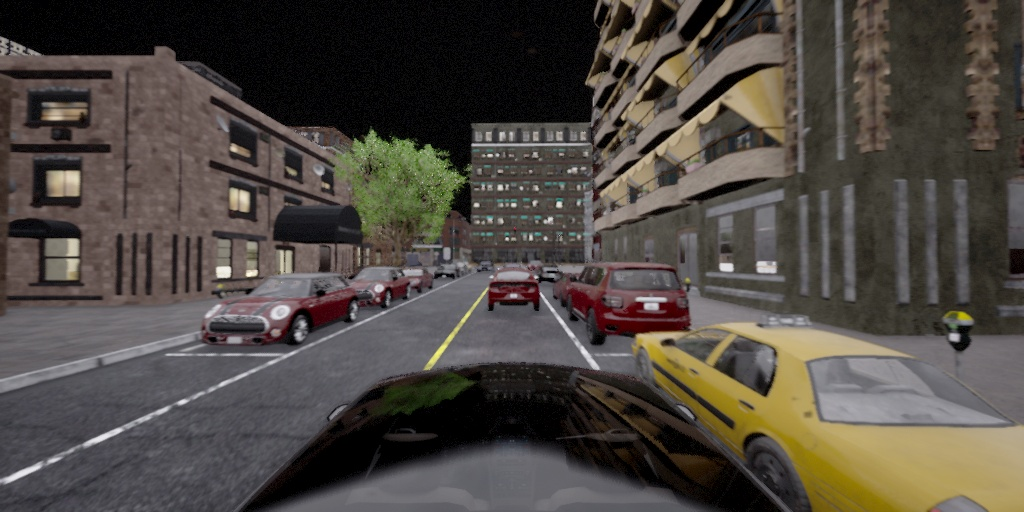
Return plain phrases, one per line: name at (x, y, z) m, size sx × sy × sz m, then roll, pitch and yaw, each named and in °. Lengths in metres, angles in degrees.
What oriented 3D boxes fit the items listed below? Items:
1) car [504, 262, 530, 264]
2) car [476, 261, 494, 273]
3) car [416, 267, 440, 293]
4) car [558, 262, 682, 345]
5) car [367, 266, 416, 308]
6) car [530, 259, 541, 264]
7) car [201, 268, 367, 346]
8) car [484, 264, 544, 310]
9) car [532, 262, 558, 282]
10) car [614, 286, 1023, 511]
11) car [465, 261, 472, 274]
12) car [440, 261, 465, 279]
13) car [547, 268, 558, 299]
car at (0.070, 1.235, 28.569) m, size 2.128 × 1.511 × 4.902 m, roll 0°, pitch 0°, yaw 0°
car at (-3.069, 1.306, 42.358) m, size 1.994 × 1.385 × 4.181 m, roll 0°, pitch 0°, yaw 0°
car at (-5.655, 1.326, 20.669) m, size 1.802 × 1.307 × 4.207 m, roll 0°, pitch 0°, yaw 0°
car at (2.691, 1.062, 9.354) m, size 2.192 × 1.841 × 5.009 m, roll 0°, pitch 0°, yaw 0°
car at (-5.656, 1.185, 14.983) m, size 1.967 × 1.591 × 4.097 m, roll 0°, pitch 0°, yaw 0°
car at (2.741, 1.182, 43.471) m, size 1.967 × 1.591 × 4.097 m, roll 0°, pitch 0°, yaw 0°
car at (-5.656, 1.187, 9.295) m, size 1.967 × 1.591 × 4.097 m, roll 0°, pitch 0°, yaw 0°
car at (0.075, 1.223, 14.619) m, size 1.882 × 1.535 × 5.008 m, roll 0°, pitch -1°, yaw 0°
car at (2.693, 1.309, 26.414) m, size 1.948 × 1.339 × 4.313 m, roll 0°, pitch 0°, yaw 0°
car at (2.691, 1.275, 3.837) m, size 1.751 × 1.417 × 4.829 m, roll 0°, pitch 0°, yaw 0°
car at (-5.654, 1.293, 37.730) m, size 2.007 × 1.370 × 4.403 m, roll 0°, pitch 0°, yaw 0°
car at (-5.655, 1.308, 32.042) m, size 1.948 × 1.339 × 4.313 m, roll 0°, pitch 0°, yaw 0°
car at (2.692, 1.327, 15.041) m, size 1.802 × 1.307 × 4.207 m, roll 0°, pitch 0°, yaw 0°
